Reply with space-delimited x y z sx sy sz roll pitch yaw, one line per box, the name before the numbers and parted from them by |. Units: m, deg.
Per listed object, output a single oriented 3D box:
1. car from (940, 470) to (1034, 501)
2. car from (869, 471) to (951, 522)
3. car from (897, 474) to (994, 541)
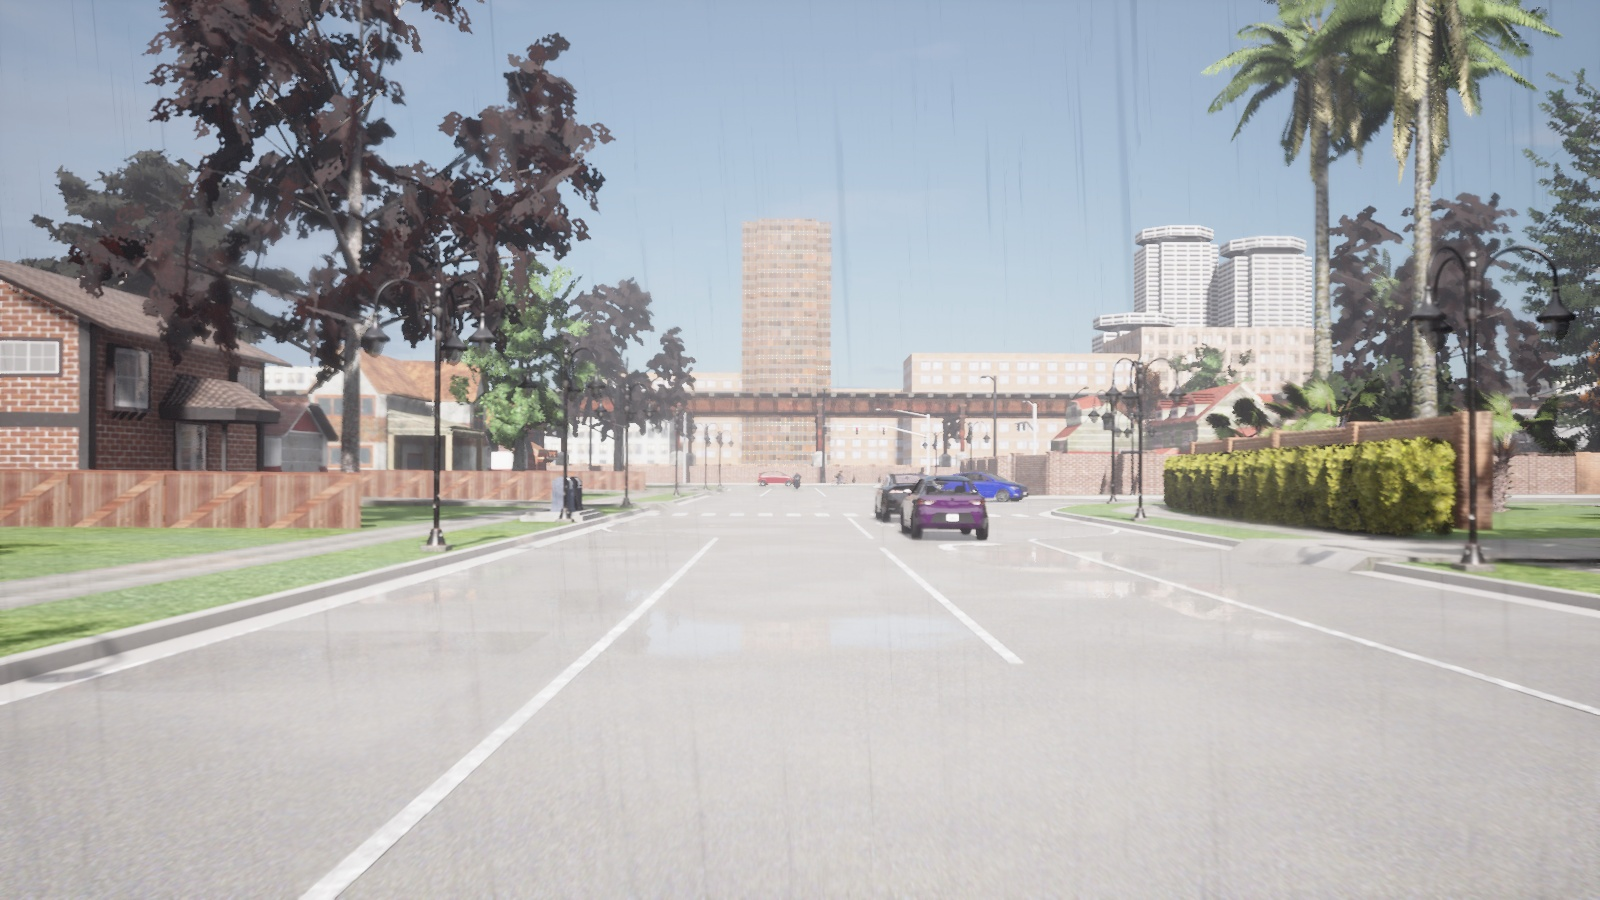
car | 9.167 1.744 61.610 4.193 1.474 1.816 -1 -1 33
car | 3.395 1.419 39.559 2.128 1.511 4.902 0 -1 0
car | 3.420 1.320 30.170 1.816 1.474 4.193 0 -1 0
